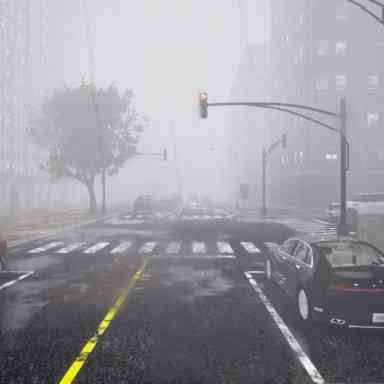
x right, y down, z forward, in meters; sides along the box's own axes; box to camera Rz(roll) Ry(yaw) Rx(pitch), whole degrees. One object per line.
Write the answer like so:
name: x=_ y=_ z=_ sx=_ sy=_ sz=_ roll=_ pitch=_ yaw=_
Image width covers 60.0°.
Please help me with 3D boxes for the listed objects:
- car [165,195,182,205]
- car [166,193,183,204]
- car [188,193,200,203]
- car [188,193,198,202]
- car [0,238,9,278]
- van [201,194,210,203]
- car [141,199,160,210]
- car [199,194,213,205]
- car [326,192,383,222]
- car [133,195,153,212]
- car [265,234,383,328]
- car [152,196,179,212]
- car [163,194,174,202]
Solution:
car: x=-2.965 y=1.578 z=49.053 sx=2.033 sy=1.411 sz=5.357 roll=0 pitch=0 yaw=0
car: x=-2.887 y=1.264 z=59.697 sx=2.150 sy=2.045 sz=5.566 roll=0 pitch=0 yaw=3
car: x=0.292 y=1.406 z=68.699 sx=2.097 sy=1.767 sz=4.553 roll=0 pitch=0 yaw=0
car: x=0.218 y=1.297 z=78.855 sx=2.150 sy=2.045 sz=5.566 roll=0 pitch=0 yaw=0
car: x=-5.673 y=1.545 z=6.928 sx=1.887 sy=1.381 sz=4.507 roll=0 pitch=0 yaw=0
van: x=2.889 y=1.401 z=72.430 sx=1.690 sy=1.788 sz=3.998 roll=0 pitch=0 yaw=0
car: x=-5.568 y=1.592 z=44.839 sx=1.947 sy=1.339 sz=4.313 roll=0 pitch=0 yaw=0
car: x=2.859 y=1.610 z=61.384 sx=1.947 sy=1.339 sz=4.313 roll=0 pitch=0 yaw=0
car: x=12.571 y=1.032 z=23.777 sx=5.566 sy=2.045 sz=2.150 roll=-1 pitch=0 yaw=0
car: x=-5.584 y=1.336 z=39.316 sx=2.192 sy=1.841 sz=5.009 roll=0 pitch=0 yaw=0
car: x=2.707 y=1.551 z=6.904 sx=2.008 sy=1.369 sz=4.403 roll=0 pitch=0 yaw=0
car: x=-2.995 y=1.567 z=38.600 sx=2.033 sy=1.411 sz=5.357 roll=0 pitch=0 yaw=0
car: x=-5.476 y=1.385 z=77.976 sx=2.192 sy=1.841 sz=5.009 roll=0 pitch=0 yaw=0
